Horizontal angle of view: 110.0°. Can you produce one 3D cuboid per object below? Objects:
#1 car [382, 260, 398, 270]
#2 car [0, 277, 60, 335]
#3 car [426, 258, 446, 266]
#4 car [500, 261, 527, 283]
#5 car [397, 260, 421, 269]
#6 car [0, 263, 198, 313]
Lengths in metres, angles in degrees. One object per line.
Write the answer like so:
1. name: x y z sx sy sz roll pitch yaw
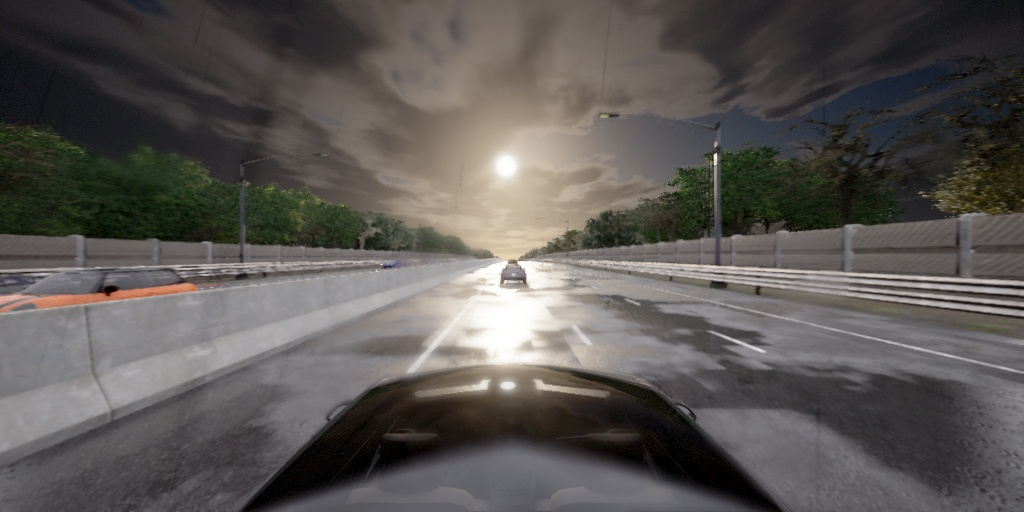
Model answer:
1. car: -17.509 1.270 52.871 1.882 1.535 5.008 0 0 1
2. car: -14.096 1.300 7.697 2.033 1.411 5.357 0 0 0
3. car: -10.527 1.141 50.144 2.097 1.767 4.553 0 0 1
4. car: 0.115 1.328 27.963 1.994 1.385 4.181 0 0 0
5. car: -14.026 1.352 50.090 1.994 1.385 4.181 0 0 1
6. car: -10.589 1.104 9.043 2.097 1.767 4.553 0 0 0
